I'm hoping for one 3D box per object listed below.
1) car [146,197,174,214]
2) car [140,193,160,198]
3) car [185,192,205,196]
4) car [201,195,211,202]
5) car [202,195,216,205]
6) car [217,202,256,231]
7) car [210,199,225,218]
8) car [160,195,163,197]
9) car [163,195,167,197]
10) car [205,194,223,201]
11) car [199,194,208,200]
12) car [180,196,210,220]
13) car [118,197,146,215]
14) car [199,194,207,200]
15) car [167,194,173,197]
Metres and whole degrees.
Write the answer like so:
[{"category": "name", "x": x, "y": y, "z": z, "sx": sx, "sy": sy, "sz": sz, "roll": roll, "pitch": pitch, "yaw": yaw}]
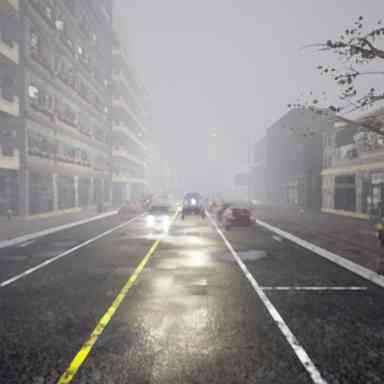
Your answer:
[{"category": "car", "x": -3.105, "y": 1.429, "z": 32.492, "sx": 1.895, "sy": 1.301, "sz": 4.718, "roll": 0, "pitch": 0, "yaw": 0}, {"category": "car", "x": -5.704, "y": 1.098, "z": 42.322, "sx": 2.192, "sy": 1.841, "sz": 5.009, "roll": 0, "pitch": 0, "yaw": 0}, {"category": "car", "x": 0.073, "y": 1.019, "z": 39.613, "sx": 2.150, "sy": 2.045, "sz": 5.566, "roll": 0, "pitch": 1, "yaw": 0}, {"category": "car", "x": 2.674, "y": 1.231, "z": 65.106, "sx": 1.887, "sy": 1.381, "sz": 4.507, "roll": 0, "pitch": 0, "yaw": 0}, {"category": "car", "x": 2.676, "y": 1.283, "z": 53.714, "sx": 2.008, "sy": 1.369, "sz": 4.403, "roll": 0, "pitch": 0, "yaw": 0}, {"category": "car", "x": 2.683, "y": 1.474, "z": 19.535, "sx": 1.802, "sy": 1.307, "sz": 4.206, "roll": 0, "pitch": 0, "yaw": 0}, {"category": "car", "x": 2.682, "y": 1.430, "z": 25.232, "sx": 1.947, "sy": 1.339, "sz": 4.313, "roll": 0, "pitch": 0, "yaw": 0}, {"category": "car", "x": -5.704, "y": 1.197, "z": 48.020, "sx": 1.967, "sy": 1.590, "sz": 4.097, "roll": 0, "pitch": 0, "yaw": 0}, {"category": "car", "x": -5.704, "y": 1.283, "z": 53.717, "sx": 2.008, "sy": 1.369, "sz": 4.403, "roll": 0, "pitch": 0, "yaw": 0}, {"category": "car", "x": 2.678, "y": 1.249, "z": 36.624, "sx": 1.967, "sy": 1.590, "sz": 4.097, "roll": 0, "pitch": 0, "yaw": 0}, {"category": "car", "x": 2.672, "y": 1.189, "z": 76.500, "sx": 1.887, "sy": 1.381, "sz": 4.507, "roll": 0, "pitch": 0, "yaw": 0}, {"category": "car", "x": 0.088, "y": 1.348, "z": 26.854, "sx": 2.128, "sy": 1.511, "sz": 4.902, "roll": 0, "pitch": 0, "yaw": 0}, {"category": "car", "x": -5.700, "y": 1.418, "z": 30.930, "sx": 1.802, "sy": 1.307, "sz": 4.206, "roll": 0, "pitch": 0, "yaw": 0}, {"category": "car", "x": 2.670, "y": 1.150, "z": 82.367, "sx": 1.752, "sy": 1.417, "sz": 4.829, "roll": 0, "pitch": 0, "yaw": 0}, {"category": "car", "x": -5.708, "y": 1.231, "z": 70.807, "sx": 1.947, "sy": 1.339, "sz": 4.313, "roll": 0, "pitch": 0, "yaw": 0}]
